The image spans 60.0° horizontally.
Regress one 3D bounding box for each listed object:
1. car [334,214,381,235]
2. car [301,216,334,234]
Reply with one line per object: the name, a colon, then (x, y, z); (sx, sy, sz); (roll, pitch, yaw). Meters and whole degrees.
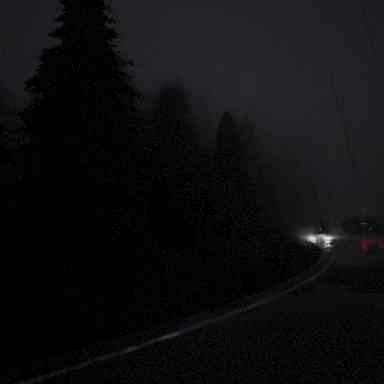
car: (13.774, 2.704, 27.374); (2.128, 1.511, 4.902); (-3, -4, 8)
car: (10.950, 3.002, 29.563); (1.994, 1.385, 4.181); (-2, -3, 9)
